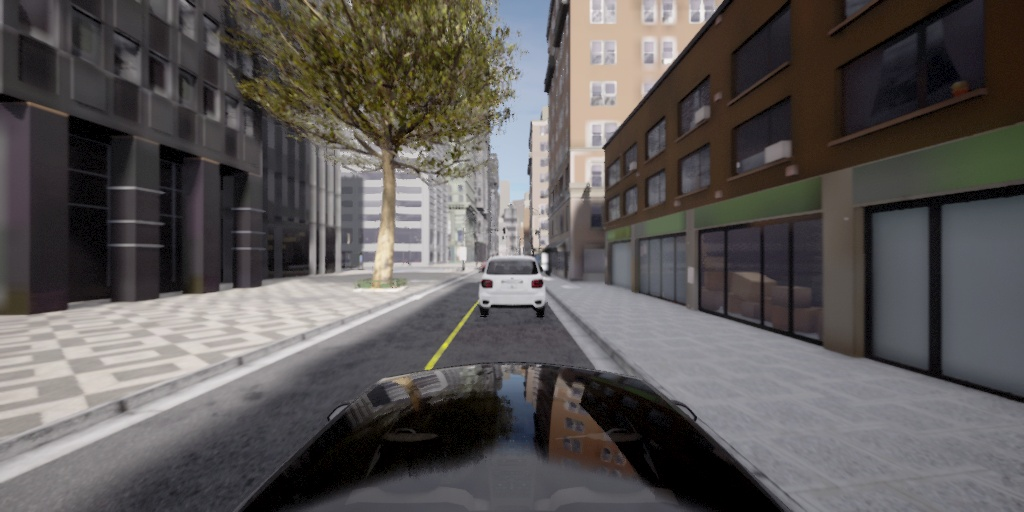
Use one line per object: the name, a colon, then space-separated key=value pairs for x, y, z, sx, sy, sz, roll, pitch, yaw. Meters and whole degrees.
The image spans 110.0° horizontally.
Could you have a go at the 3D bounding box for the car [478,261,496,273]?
car: x=-3.064 y=1.363 z=45.029 sx=1.812 sy=1.442 sz=4.674 roll=0 pitch=0 yaw=1

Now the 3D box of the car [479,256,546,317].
car: x=0.025 y=1.000 z=13.464 sx=2.150 sy=2.045 sz=5.566 roll=0 pitch=0 yaw=0
